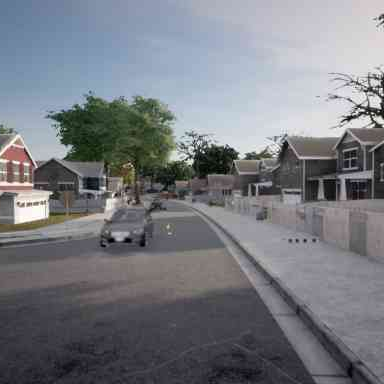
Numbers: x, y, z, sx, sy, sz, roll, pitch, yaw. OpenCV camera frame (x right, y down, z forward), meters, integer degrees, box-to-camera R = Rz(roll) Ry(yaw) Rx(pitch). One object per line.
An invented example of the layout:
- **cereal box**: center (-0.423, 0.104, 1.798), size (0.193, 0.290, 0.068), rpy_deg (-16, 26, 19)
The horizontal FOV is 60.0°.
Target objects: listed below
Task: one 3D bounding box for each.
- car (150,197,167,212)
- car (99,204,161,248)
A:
- **car**: center (-4.009, 1.632, 39.893), size (1.994, 1.385, 4.181), rpy_deg (0, 0, -5)
- **car**: center (-2.752, 1.505, 14.903), size (2.128, 1.511, 4.902), rpy_deg (0, 0, -1)
